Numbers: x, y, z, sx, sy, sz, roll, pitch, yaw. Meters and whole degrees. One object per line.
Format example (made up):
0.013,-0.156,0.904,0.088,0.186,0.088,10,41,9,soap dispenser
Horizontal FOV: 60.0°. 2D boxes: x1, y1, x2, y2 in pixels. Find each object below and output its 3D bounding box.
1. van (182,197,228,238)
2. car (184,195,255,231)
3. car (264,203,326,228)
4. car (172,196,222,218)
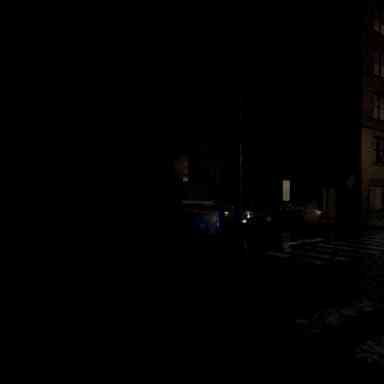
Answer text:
-0.199,1.339,17.478,1.690,1.788,3.998,0,0,-35,van
1.310,1.214,20.167,2.150,2.045,5.566,0,0,-33,car
6.771,1.422,22.388,1.967,1.590,4.097,0,0,-35,car
0.357,1.291,31.533,2.192,1.841,5.009,0,0,-35,car
